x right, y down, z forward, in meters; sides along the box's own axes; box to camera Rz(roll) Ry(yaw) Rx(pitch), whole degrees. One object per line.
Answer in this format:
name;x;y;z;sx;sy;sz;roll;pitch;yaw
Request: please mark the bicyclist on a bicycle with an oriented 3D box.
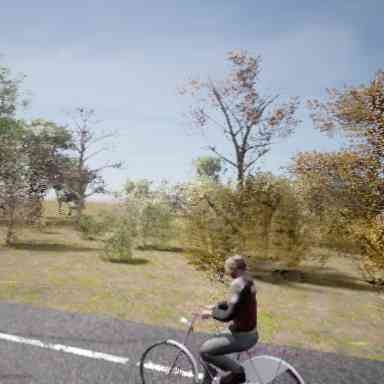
bicyclist on a bicycle;0.264;1.558;3.627;1.843;1.776;0.659;1;-3;19
